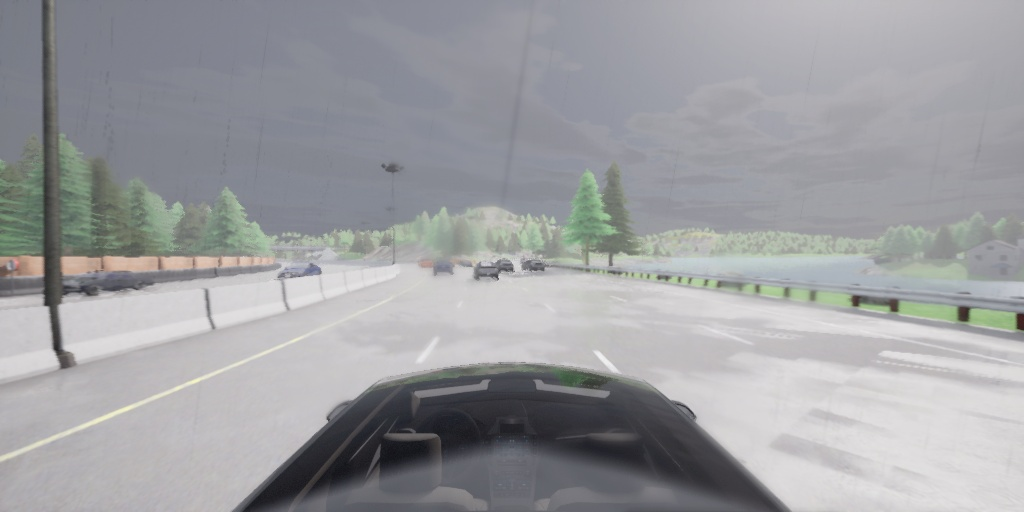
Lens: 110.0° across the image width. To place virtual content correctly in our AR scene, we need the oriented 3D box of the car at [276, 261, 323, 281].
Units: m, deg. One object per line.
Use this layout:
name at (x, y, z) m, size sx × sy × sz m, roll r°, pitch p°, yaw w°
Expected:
car at (-15.912, 1.141, 27.161) m, size 1.812 × 1.442 × 4.674 m, roll -1°, pitch 0°, yaw -9°

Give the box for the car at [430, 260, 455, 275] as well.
car at (-8.004, 1.188, 41.385) m, size 2.097 × 1.767 × 4.553 m, roll -1°, pitch 0°, yaw -14°

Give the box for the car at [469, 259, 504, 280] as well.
car at (-2.286, 1.252, 30.915) m, size 2.128 × 1.511 × 4.902 m, roll -1°, pitch 0°, yaw -10°

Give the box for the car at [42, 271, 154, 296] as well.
car at (-25.946, 1.661, 22.889) m, size 2.033 × 1.411 × 5.357 m, roll -1°, pitch 0°, yaw -7°

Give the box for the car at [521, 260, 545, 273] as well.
car at (2.481, 1.187, 42.799) m, size 1.837 × 1.490 × 4.892 m, roll 0°, pitch 0°, yaw -14°

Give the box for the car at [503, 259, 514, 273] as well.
car at (-1.080, 1.239, 42.660) m, size 1.837 × 1.490 × 4.892 m, roll 0°, pitch 0°, yaw -14°
